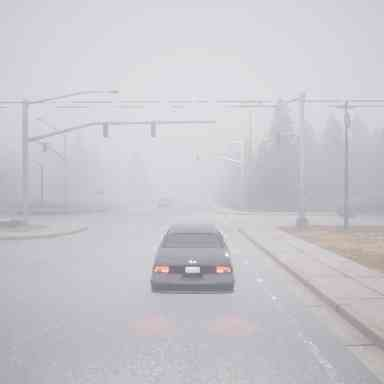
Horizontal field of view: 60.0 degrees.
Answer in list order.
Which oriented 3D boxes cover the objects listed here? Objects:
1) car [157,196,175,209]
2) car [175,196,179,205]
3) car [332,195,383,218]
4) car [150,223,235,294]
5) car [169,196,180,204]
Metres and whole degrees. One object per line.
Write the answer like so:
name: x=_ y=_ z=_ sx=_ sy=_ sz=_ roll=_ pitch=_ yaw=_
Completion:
car: x=-3.693 y=1.505 z=45.065 sx=1.837 sy=1.490 sz=4.892 roll=0 pitch=0 yaw=0
car: x=-3.688 y=1.491 z=54.717 sx=2.128 sy=1.511 sz=4.902 roll=0 pitch=0 yaw=0
car: x=15.531 y=1.248 z=29.592 sx=5.566 sy=2.045 sz=2.150 roll=0 pitch=0 yaw=1
car: x=0.031 y=1.545 z=8.940 sx=2.033 sy=1.411 sz=5.357 roll=0 pitch=0 yaw=0
car: x=-3.547 y=1.505 z=66.699 sx=1.837 sy=1.490 sz=4.892 roll=0 pitch=0 yaw=1
